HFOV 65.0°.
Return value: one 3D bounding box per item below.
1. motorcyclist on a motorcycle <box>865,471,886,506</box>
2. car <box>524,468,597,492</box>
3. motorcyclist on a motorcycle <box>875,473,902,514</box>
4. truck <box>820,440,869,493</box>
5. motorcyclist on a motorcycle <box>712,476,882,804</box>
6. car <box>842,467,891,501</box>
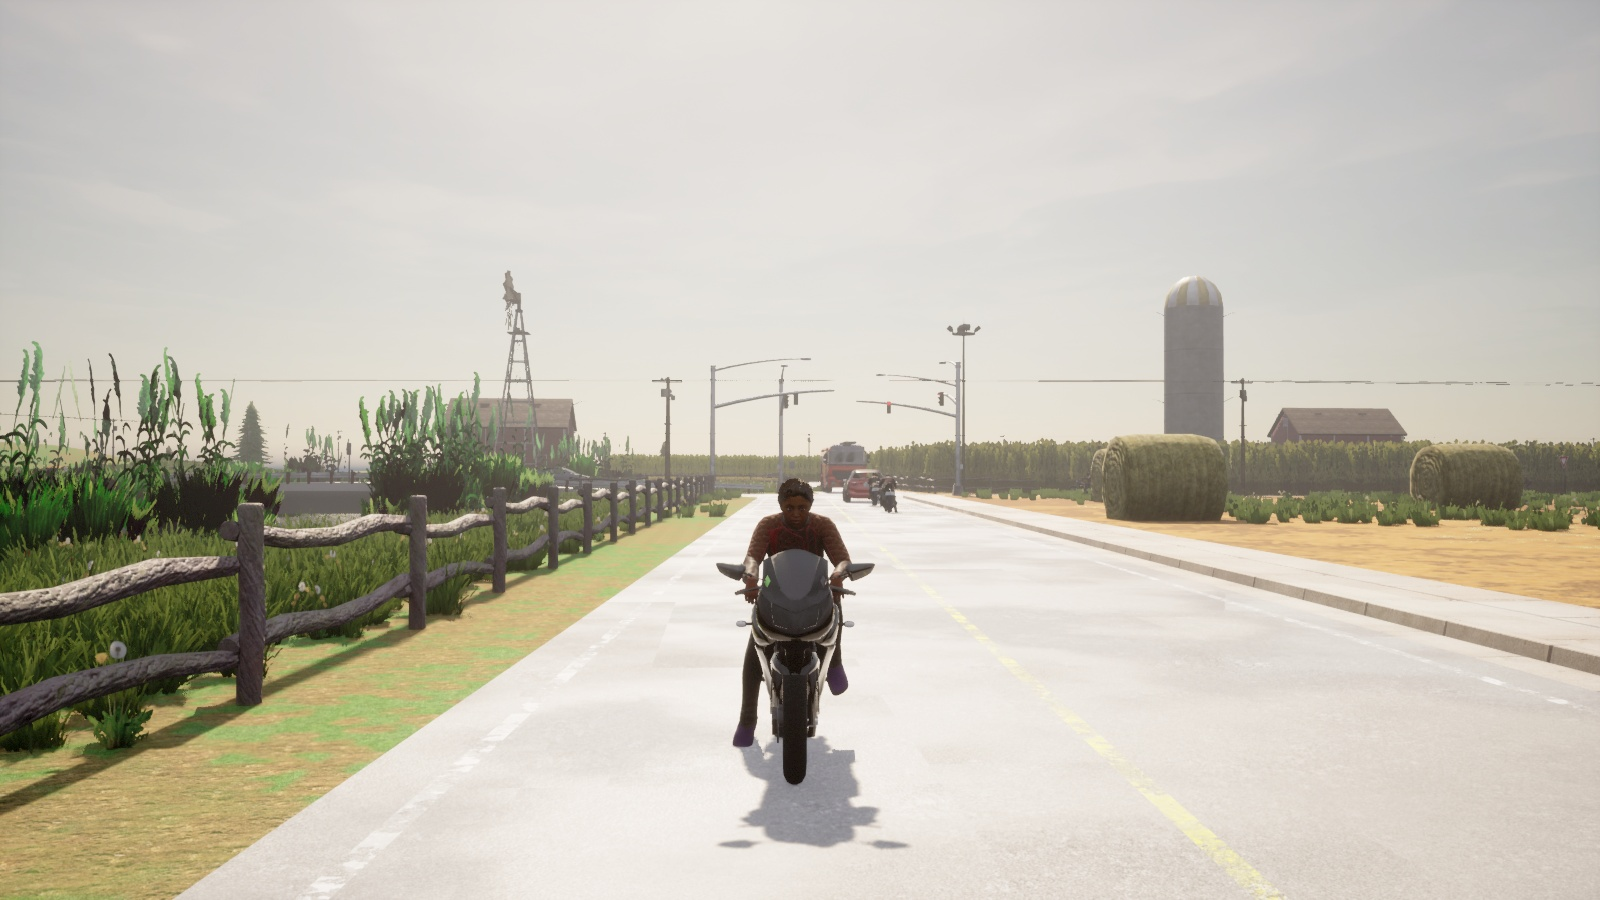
[{"bbox_3d":[3.357,1.726,56.252,0.797,1.523,2.044,0,-1,0],"label":"motorcyclist on a motorcycle"},{"bbox_3d":[-15.365,1.918,80.726,4.181,1.385,1.994,2,-1,3],"label":"car"},{"bbox_3d":[3.378,1.640,47.979,0.866,1.530,2.191,0,-1,0],"label":"motorcyclist on a motorcycle"},{"bbox_3d":[3.254,1.248,94.133,2.891,3.827,8.468,0,-1,-3],"label":"truck"},{"bbox_3d":[-0.018,0.913,6.928,0.797,1.523,2.044,0,-1,0],"label":"motorcyclist on a motorcycle"},{"bbox_3d":[3.340,1.719,64.063,2.242,1.667,4.611,0,-1,0],"label":"car"}]
